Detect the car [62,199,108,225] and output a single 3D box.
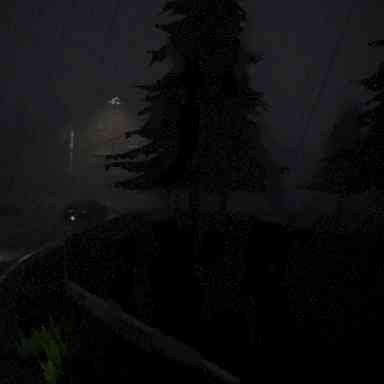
[{"bbox_3d":[-7.143,1.252,22.701,1.837,1.490,4.892,4,2,3],"label":"car"}]
